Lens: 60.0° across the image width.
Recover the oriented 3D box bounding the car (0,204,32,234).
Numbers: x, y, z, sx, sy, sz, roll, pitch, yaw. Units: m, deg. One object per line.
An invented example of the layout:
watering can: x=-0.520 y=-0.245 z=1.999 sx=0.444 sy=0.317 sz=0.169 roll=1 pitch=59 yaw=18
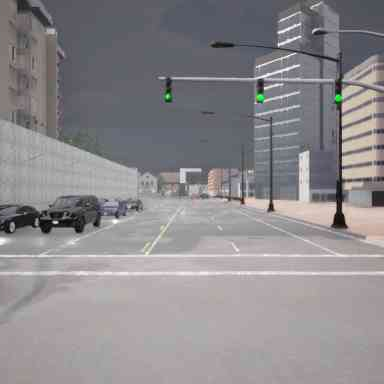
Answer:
car: x=-10.608 y=1.505 z=19.432 sx=1.837 sy=1.490 sz=4.892 roll=0 pitch=0 yaw=0

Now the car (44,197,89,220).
car: x=-10.611 y=1.352 z=28.499 sx=2.097 sy=1.767 sz=4.553 roll=0 pitch=0 yaw=0

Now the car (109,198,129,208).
car: x=-10.576 y=1.601 z=48.377 sx=1.895 sy=1.301 sz=4.718 roll=0 pitch=0 yaw=0

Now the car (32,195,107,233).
car: x=-7.105 y=1.221 z=20.063 sx=2.150 sy=2.045 sz=5.566 roll=0 pitch=0 yaw=0

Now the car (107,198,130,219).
car: x=-7.111 y=1.526 z=29.704 sx=1.812 sy=1.442 sz=4.674 roll=0 pitch=0 yaw=0

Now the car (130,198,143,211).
car: x=-7.107 y=1.491 z=40.046 sx=2.128 sy=1.511 sz=4.902 roll=0 pitch=0 yaw=0

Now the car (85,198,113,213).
car: x=-10.609 y=1.505 z=38.317 sx=1.837 sy=1.490 sz=4.892 roll=0 pitch=0 yaw=0
